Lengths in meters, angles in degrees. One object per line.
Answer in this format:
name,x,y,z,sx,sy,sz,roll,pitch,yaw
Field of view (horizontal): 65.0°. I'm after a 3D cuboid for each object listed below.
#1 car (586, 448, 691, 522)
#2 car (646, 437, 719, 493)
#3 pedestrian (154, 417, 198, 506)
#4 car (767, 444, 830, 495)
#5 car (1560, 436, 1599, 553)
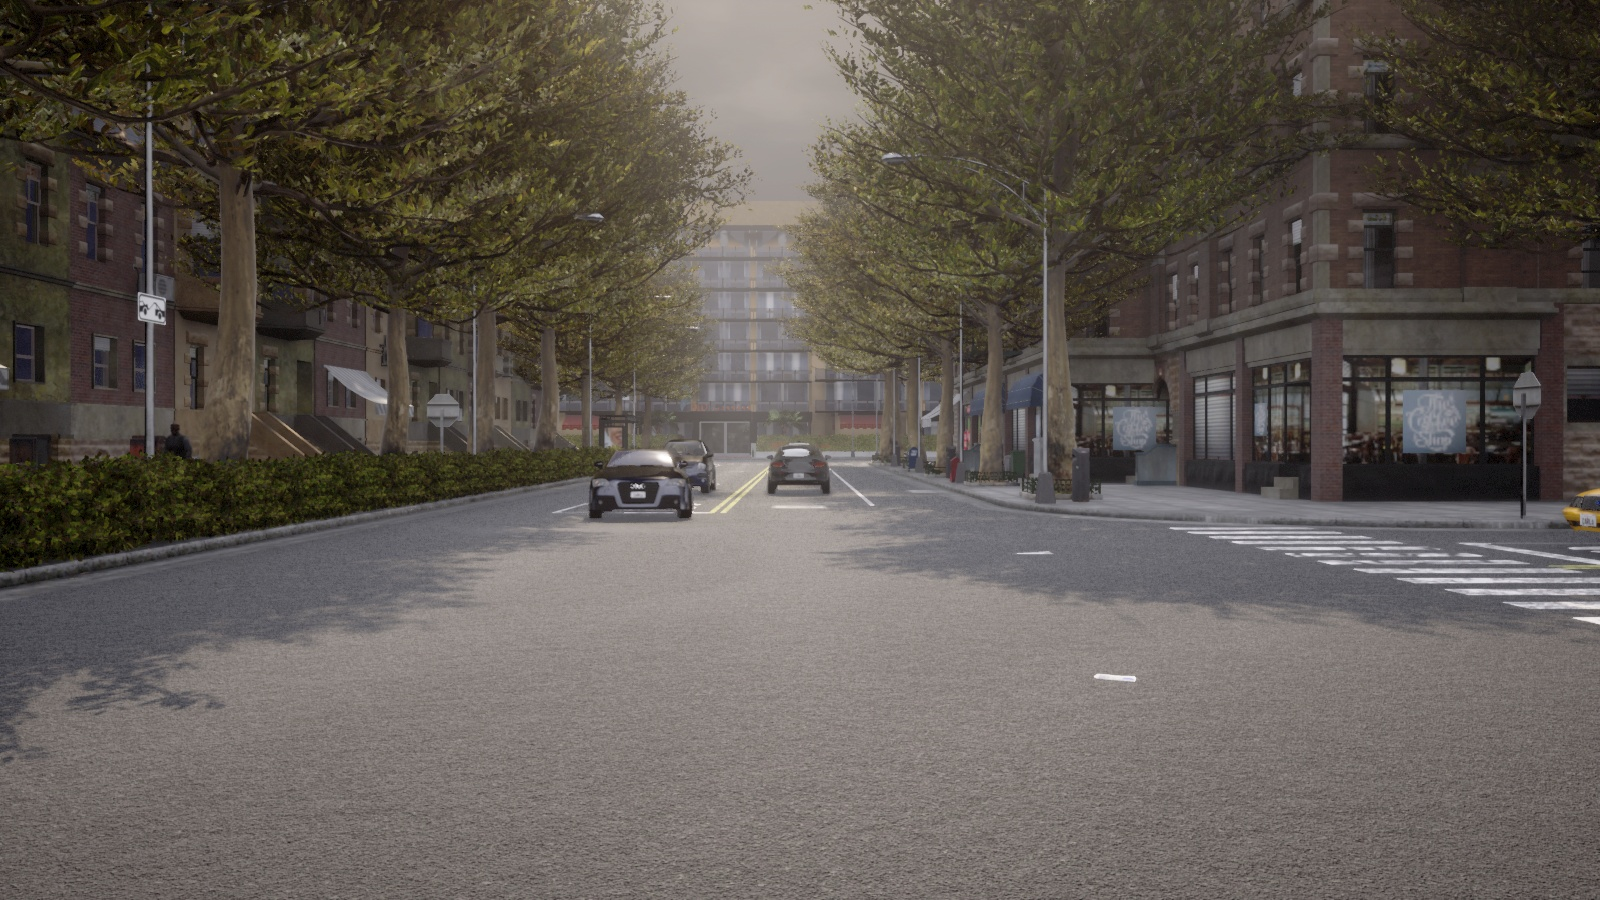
car,-3.261,0.661,25.941,1.994,1.385,4.181,0,0,-5
car,-3.528,0.426,38.367,1.851,1.617,3.988,0,0,0
pedestrian,-13.375,0.240,26.924,0.563,1.883,0.849,0,0,-3
car,-0.032,0.554,38.582,1.812,1.442,4.674,0,0,0
car,13.403,0.601,16.829,5.366,1.575,1.801,0,0,-1
